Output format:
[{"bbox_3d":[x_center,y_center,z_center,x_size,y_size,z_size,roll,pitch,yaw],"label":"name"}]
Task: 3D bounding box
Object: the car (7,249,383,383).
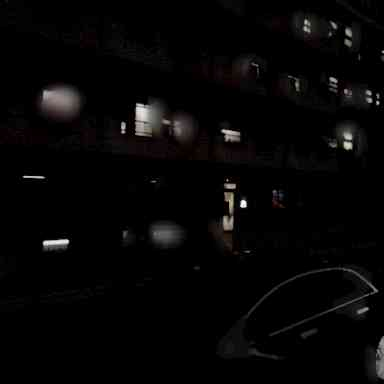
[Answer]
[{"bbox_3d":[0.626,1.523,3.822,4.892,1.490,1.837,0,0,-35],"label":"car"}]
